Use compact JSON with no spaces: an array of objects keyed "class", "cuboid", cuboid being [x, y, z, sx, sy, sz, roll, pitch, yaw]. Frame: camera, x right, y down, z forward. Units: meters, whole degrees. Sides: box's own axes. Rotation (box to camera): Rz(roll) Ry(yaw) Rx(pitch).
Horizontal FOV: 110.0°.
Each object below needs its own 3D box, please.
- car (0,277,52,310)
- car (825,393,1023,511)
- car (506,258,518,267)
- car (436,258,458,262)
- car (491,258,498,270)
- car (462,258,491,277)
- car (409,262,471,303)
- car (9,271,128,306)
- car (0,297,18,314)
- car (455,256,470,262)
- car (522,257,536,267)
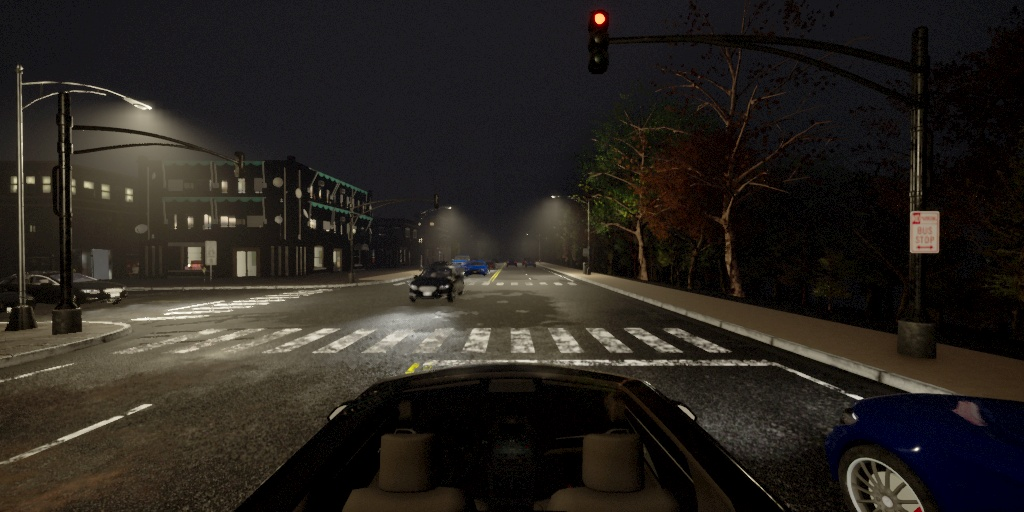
[{"class":"car","cuboid":[-19.969,1.565,12.818,4.313,1.339,1.948,0,0,0]},{"class":"car","cuboid":[3.358,1.276,0.850,1.812,1.442,4.674,0,0,1]},{"class":"car","cuboid":[-0.030,1.252,64.933,1.812,1.442,4.674,0,0,0]},{"class":"car","cuboid":[-6.661,1.245,33.797,1.837,1.490,4.892,0,0,0]},{"class":"car","cuboid":[-3.442,1.296,51.983,1.994,1.385,4.181,0,0,0]},{"class":"car","cuboid":[-3.416,1.217,35.373,1.882,1.535,5.008,0,0,0]},{"class":"car","cuboid":[-3.381,1.238,16.765,2.128,1.511,4.902,0,0,0]},{"class":"car","cuboid":[-19.649,1.459,15.525,4.902,1.511,2.128,-1,1,0]},{"class":"car","cuboid":[-6.599,1.242,1.595,2.128,1.511,4.902,0,0,0]},{"class":"car","cuboid":[-6.691,0.957,47.690,2.150,2.045,5.566,0,0,0]},{"class":"car","cuboid":[3.234,1.274,63.655,2.033,1.411,5.357,0,0,0]}]
